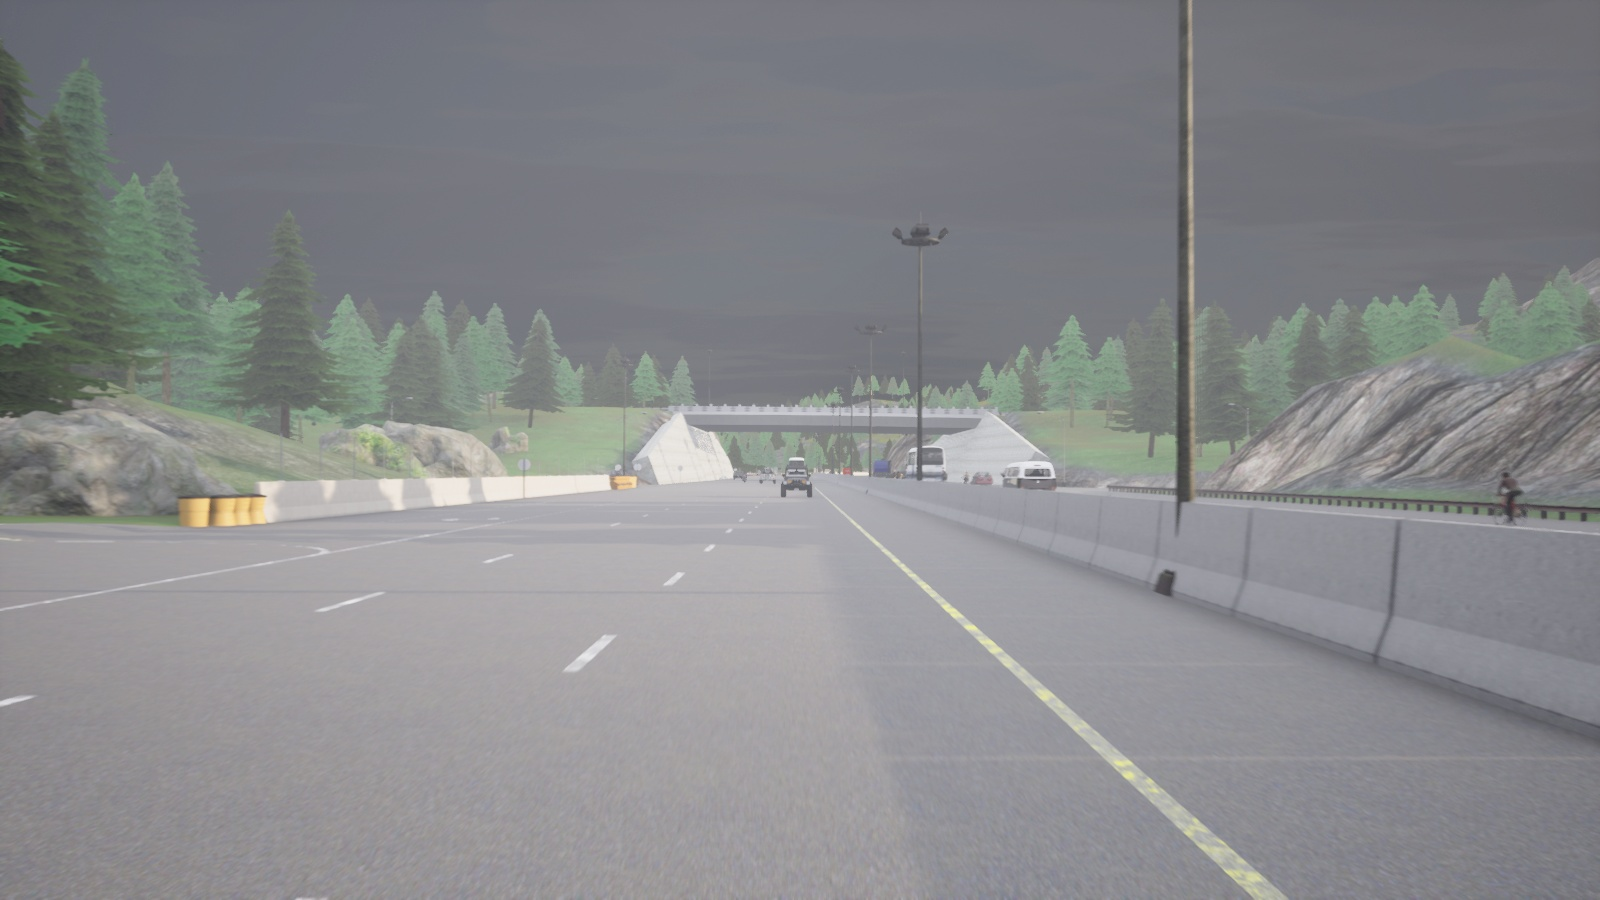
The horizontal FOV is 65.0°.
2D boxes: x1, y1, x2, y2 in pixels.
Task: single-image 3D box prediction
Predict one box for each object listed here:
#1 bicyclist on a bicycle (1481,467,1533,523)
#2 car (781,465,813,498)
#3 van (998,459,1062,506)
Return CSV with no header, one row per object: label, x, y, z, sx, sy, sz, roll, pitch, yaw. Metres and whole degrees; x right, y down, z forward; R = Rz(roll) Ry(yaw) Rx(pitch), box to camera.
bicyclist on a bicycle,20.909,1.309,37.177,0.582,1.620,1.656,0,-1,0
car,-0.184,1.881,75.595,1.905,1.878,3.866,0,-1,0
van,10.360,1.456,56.963,2.069,2.038,4.480,0,-1,0
